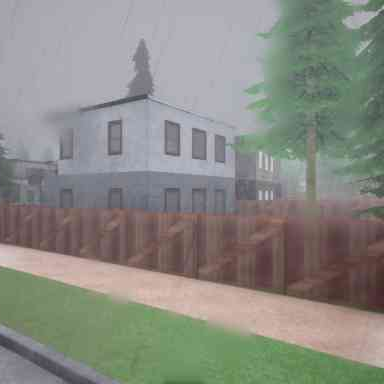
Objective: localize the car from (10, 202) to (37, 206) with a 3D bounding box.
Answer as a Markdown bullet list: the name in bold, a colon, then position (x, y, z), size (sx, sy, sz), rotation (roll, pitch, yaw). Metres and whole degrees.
- **car**: position (-15.331, 1.582, 29.327), size (1.895, 1.301, 4.718), rotation (0, 0, 28)
